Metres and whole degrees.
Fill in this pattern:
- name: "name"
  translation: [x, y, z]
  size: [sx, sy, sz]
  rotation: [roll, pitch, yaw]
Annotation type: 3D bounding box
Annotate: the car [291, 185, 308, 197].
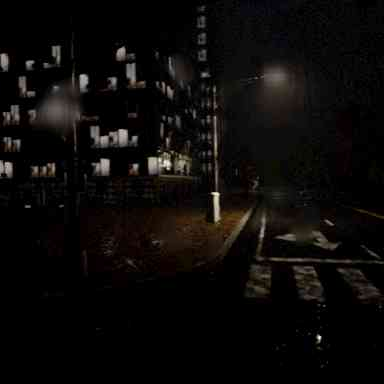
- name: "car"
  translation: [14.992, -0.185, 46.613]
  size: [2.128, 1.511, 4.902]
  rotation: [-1, 2, 11]
